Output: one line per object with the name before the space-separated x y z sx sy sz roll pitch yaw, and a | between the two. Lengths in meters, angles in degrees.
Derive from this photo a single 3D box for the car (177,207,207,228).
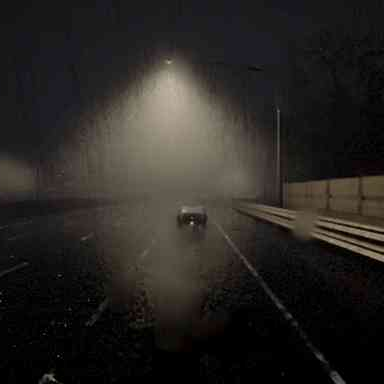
car | -0.010 1.637 22.724 1.895 1.301 4.718 0 0 0
